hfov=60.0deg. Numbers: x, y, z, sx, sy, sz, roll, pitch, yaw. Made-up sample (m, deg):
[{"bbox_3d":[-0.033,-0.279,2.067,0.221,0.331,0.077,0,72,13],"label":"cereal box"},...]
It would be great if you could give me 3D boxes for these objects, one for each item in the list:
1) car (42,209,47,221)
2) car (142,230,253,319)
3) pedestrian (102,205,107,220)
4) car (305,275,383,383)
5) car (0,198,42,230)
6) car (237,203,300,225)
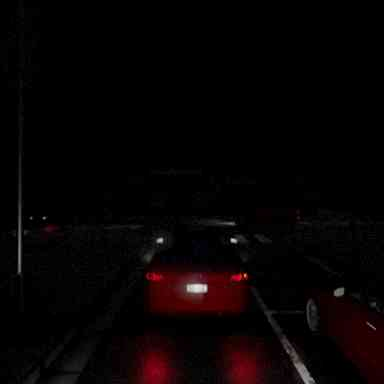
[{"bbox_3d":[-12.670,1.586,23.066,4.892,1.490,1.837,-1,-1,-1],"label":"car"},{"bbox_3d":[0.108,1.539,7.453,1.994,1.385,4.181,0,0,1],"label":"car"},{"bbox_3d":[-6.774,1.579,25.823,0.500,1.100,0.500,0,0,0],"label":"pedestrian"},{"bbox_3d":[2.658,1.569,3.730,1.802,1.307,4.206,1,0,0],"label":"car"},{"bbox_3d":[-12.428,1.253,19.998,5.566,2.045,2.150,-1,-1,0],"label":"car"},{"bbox_3d":[5.210,1.461,22.838,4.181,1.385,1.994,0,-1,1],"label":"car"}]
